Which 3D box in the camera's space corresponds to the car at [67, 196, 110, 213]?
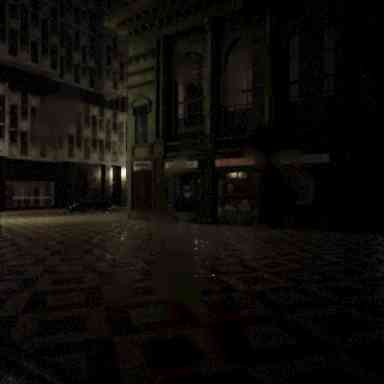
[{"bbox_3d":[-12.858,1.520,41.840,2.150,2.045,5.566,0,0,35],"label":"car"}]
